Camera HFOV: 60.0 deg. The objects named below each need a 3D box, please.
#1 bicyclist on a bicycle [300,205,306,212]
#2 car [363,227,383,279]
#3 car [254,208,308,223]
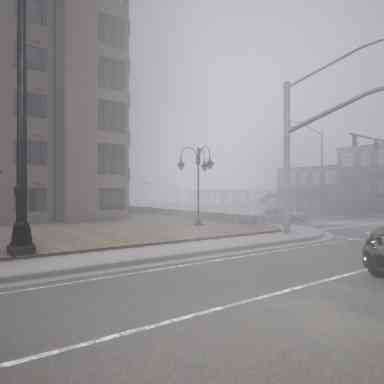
[{"bbox_3d":[13.549,2.464,40.681,1.656,1.620,0.582,0,-8,-35],"label":"bicyclist on a bicycle"},{"bbox_3d":[6.887,1.221,9.011,5.566,2.045,2.150,0,0,-36],"label":"car"},{"bbox_3d":[7.934,2.096,29.818,1.895,1.301,4.718,0,-4,-36],"label":"car"}]
